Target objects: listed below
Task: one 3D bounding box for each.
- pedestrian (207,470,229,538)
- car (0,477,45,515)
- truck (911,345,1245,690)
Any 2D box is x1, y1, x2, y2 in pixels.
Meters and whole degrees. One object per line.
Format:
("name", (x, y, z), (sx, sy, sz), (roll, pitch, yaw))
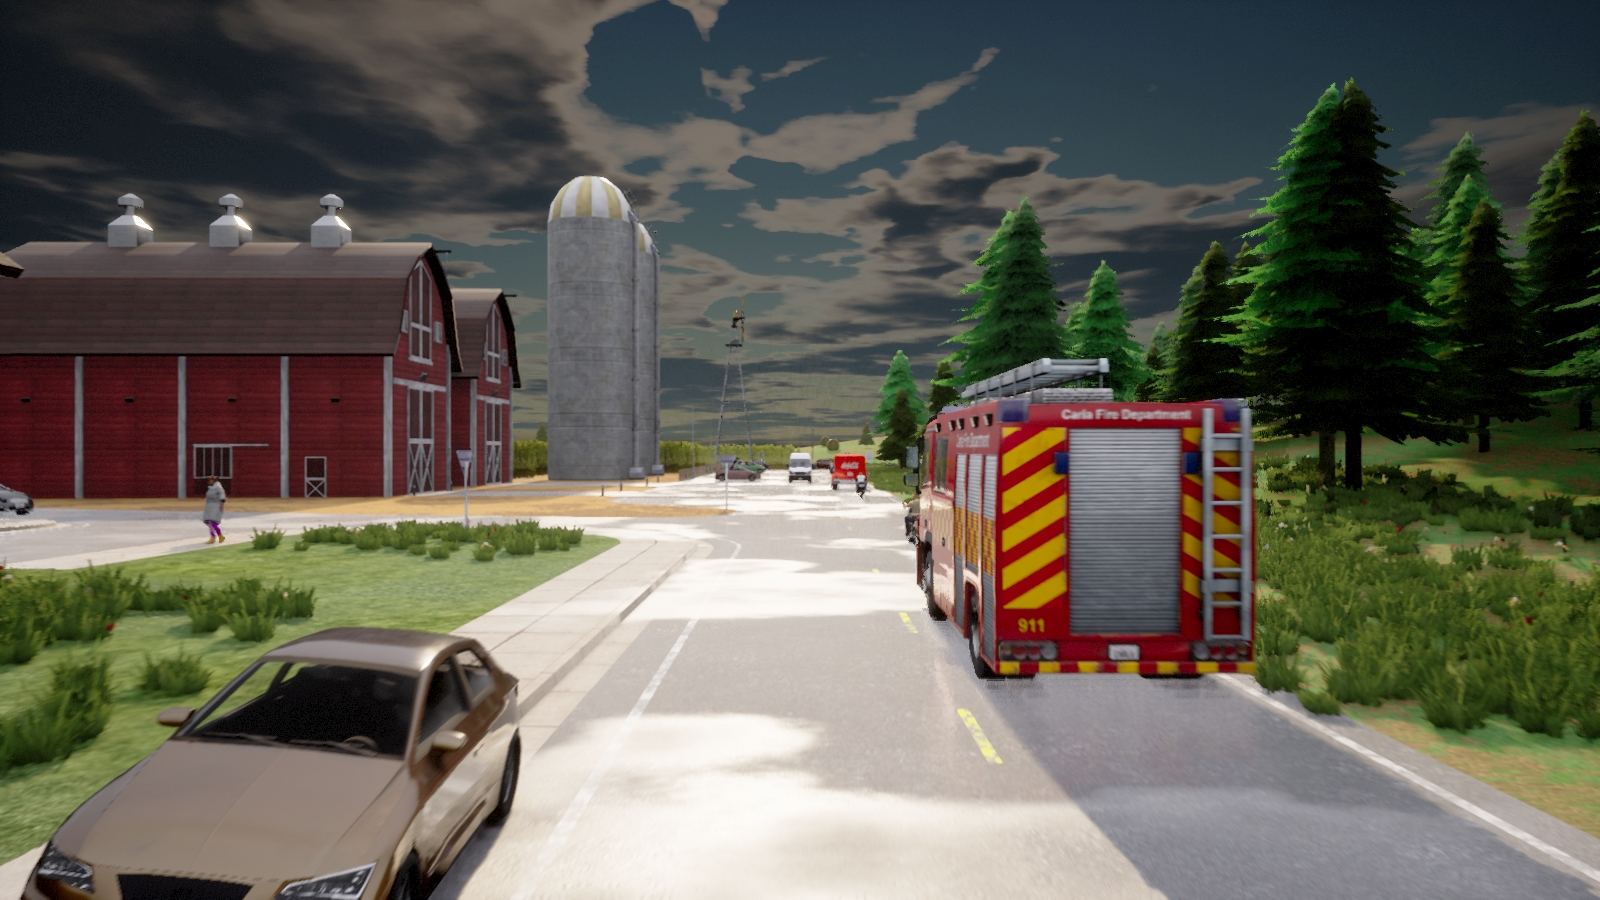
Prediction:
("pedestrian", (-15.928, 1.470, 31.258), (0.375, 1.860, 0.375), (0, 0, 27))
("car", (-34.804, 1.913, 48.487), (4.902, 1.511, 2.128), (0, 0, 20))
("truck", (3.499, 0.751, 16.919), (2.891, 3.827, 8.468), (0, 0, 0))
